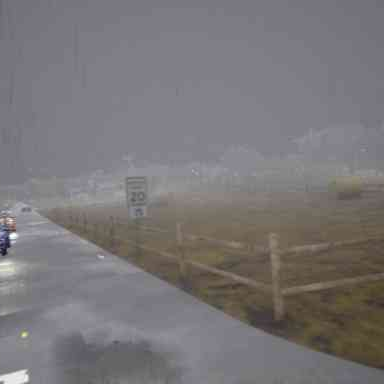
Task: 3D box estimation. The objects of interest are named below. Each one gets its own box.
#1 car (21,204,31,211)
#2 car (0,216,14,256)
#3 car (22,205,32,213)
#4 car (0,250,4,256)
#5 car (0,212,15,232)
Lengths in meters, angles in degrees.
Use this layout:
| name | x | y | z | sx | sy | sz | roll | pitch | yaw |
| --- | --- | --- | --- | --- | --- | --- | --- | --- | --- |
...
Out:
| name | x | y | z | sx | sy | sz | roll | pitch | yaw |
| --- | --- | --- | --- | --- | --- | --- | --- | --- | --- |
| car | -41.800 | 3.938 | 83.592 | 2.033 | 1.411 | 5.357 | -4 | 0 | -27 |
| car | -10.003 | 2.221 | 16.215 | 1.882 | 1.535 | 5.008 | -4 | 0 | -27 |
| car | -37.008 | 3.802 | 74.386 | 1.882 | 1.535 | 5.008 | -4 | 0 | -27 |
| car | -5.187 | 1.984 | 7.036 | 1.895 | 1.301 | 4.718 | -4 | 0 | -29 |
| car | -16.325 | 2.540 | 28.368 | 2.097 | 1.767 | 4.553 | -4 | 0 | -30 |
